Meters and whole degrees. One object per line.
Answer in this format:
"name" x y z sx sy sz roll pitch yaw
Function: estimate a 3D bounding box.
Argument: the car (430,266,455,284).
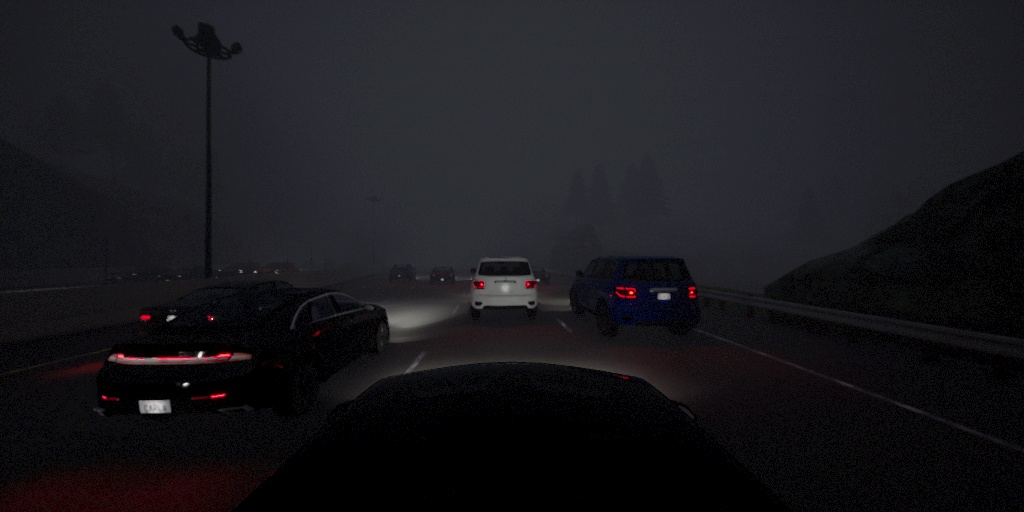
"car" -5.622 1.507 29.443 1.895 1.301 4.718 0 0 -8

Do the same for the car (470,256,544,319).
"car" -0.364 1.032 13.331 2.150 2.045 5.566 0 0 -4

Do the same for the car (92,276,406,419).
"car" -3.552 1.272 5.932 2.128 1.511 4.902 0 0 -1

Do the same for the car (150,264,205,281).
"car" -27.268 1.514 30.535 2.033 1.411 5.357 0 0 -10

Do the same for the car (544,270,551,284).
"car" 1.598 1.484 28.331 1.895 1.301 4.718 0 0 -8

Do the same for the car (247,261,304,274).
"car" -20.278 1.303 30.988 2.097 1.767 4.553 0 0 -10

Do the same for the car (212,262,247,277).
"car" -23.981 1.317 31.825 2.097 1.767 4.553 0 0 -11

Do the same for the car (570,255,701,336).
"car" 3.288 1.010 10.730 2.150 2.045 5.566 0 0 -3

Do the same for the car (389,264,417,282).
"car" -9.513 1.418 31.410 2.128 1.511 4.902 0 0 -9

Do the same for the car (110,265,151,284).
"car" -30.779 1.466 30.100 2.128 1.511 4.902 0 0 -11

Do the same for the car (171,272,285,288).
"car" -7.162 1.358 9.974 2.033 1.411 5.357 0 0 -3
